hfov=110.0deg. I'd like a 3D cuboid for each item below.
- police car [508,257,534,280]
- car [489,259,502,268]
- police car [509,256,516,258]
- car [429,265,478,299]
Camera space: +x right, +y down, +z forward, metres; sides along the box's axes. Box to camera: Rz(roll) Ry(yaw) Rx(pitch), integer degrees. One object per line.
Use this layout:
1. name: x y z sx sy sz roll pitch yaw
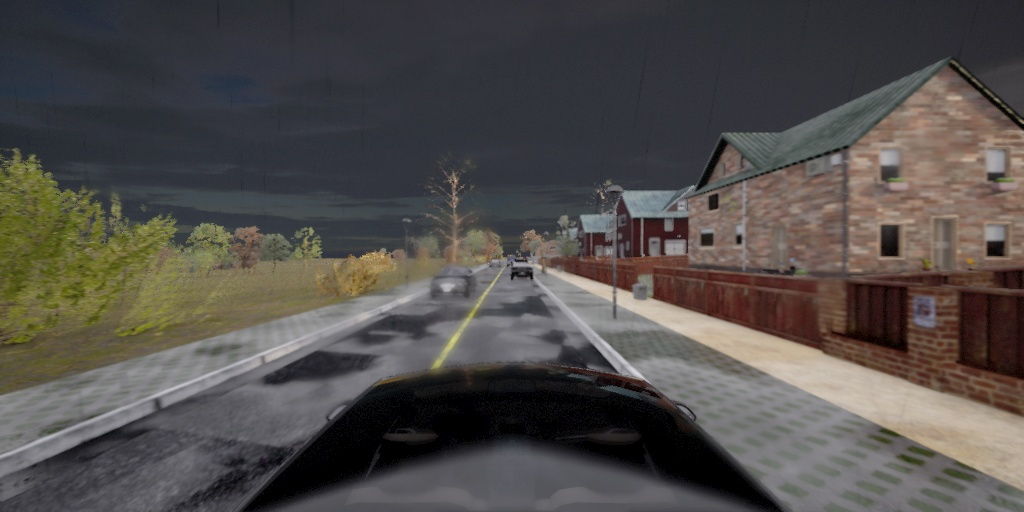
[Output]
1. police car: 0.826 1.174 30.999 1.930 1.638 5.238 0 0 0
2. car: -2.790 1.290 59.987 1.812 1.442 4.674 0 0 1
3. police car: 0.825 1.177 40.999 1.930 1.638 5.238 0 0 0
4. car: -2.848 1.238 18.218 2.128 1.511 4.902 0 0 0
